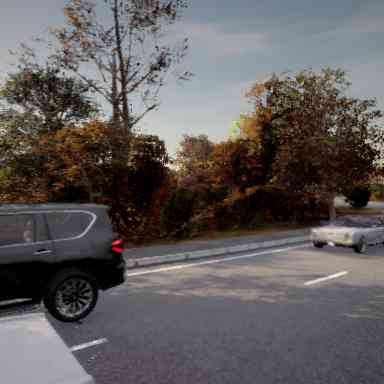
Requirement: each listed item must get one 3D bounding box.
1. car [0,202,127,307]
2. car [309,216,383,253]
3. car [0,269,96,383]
[{"bbox_3d":[-3.873,1.238,5.641,5.566,2.045,2.150,-1,0,-36],"label":"car"},{"bbox_3d":[6.996,1.707,14.301,4.718,1.301,1.895,1,-1,-42],"label":"car"},{"bbox_3d":[-3.118,1.618,1.877,4.718,1.301,1.895,0,0,-36],"label":"car"}]
